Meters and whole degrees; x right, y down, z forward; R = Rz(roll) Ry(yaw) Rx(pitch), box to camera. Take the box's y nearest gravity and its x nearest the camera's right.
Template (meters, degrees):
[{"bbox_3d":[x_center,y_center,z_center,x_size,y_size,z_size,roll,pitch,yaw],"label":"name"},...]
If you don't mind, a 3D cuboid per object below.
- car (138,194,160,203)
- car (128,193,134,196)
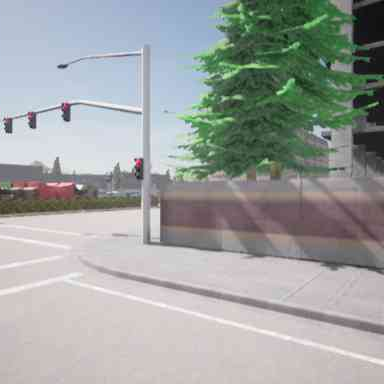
[{"bbox_3d":[-8.709,1.121,70.173,4.605,1.855,1.932,0,0,35],"label":"car"},{"bbox_3d":[-14.463,1.367,88.206,3.806,1.475,1.970,0,0,35],"label":"car"}]
